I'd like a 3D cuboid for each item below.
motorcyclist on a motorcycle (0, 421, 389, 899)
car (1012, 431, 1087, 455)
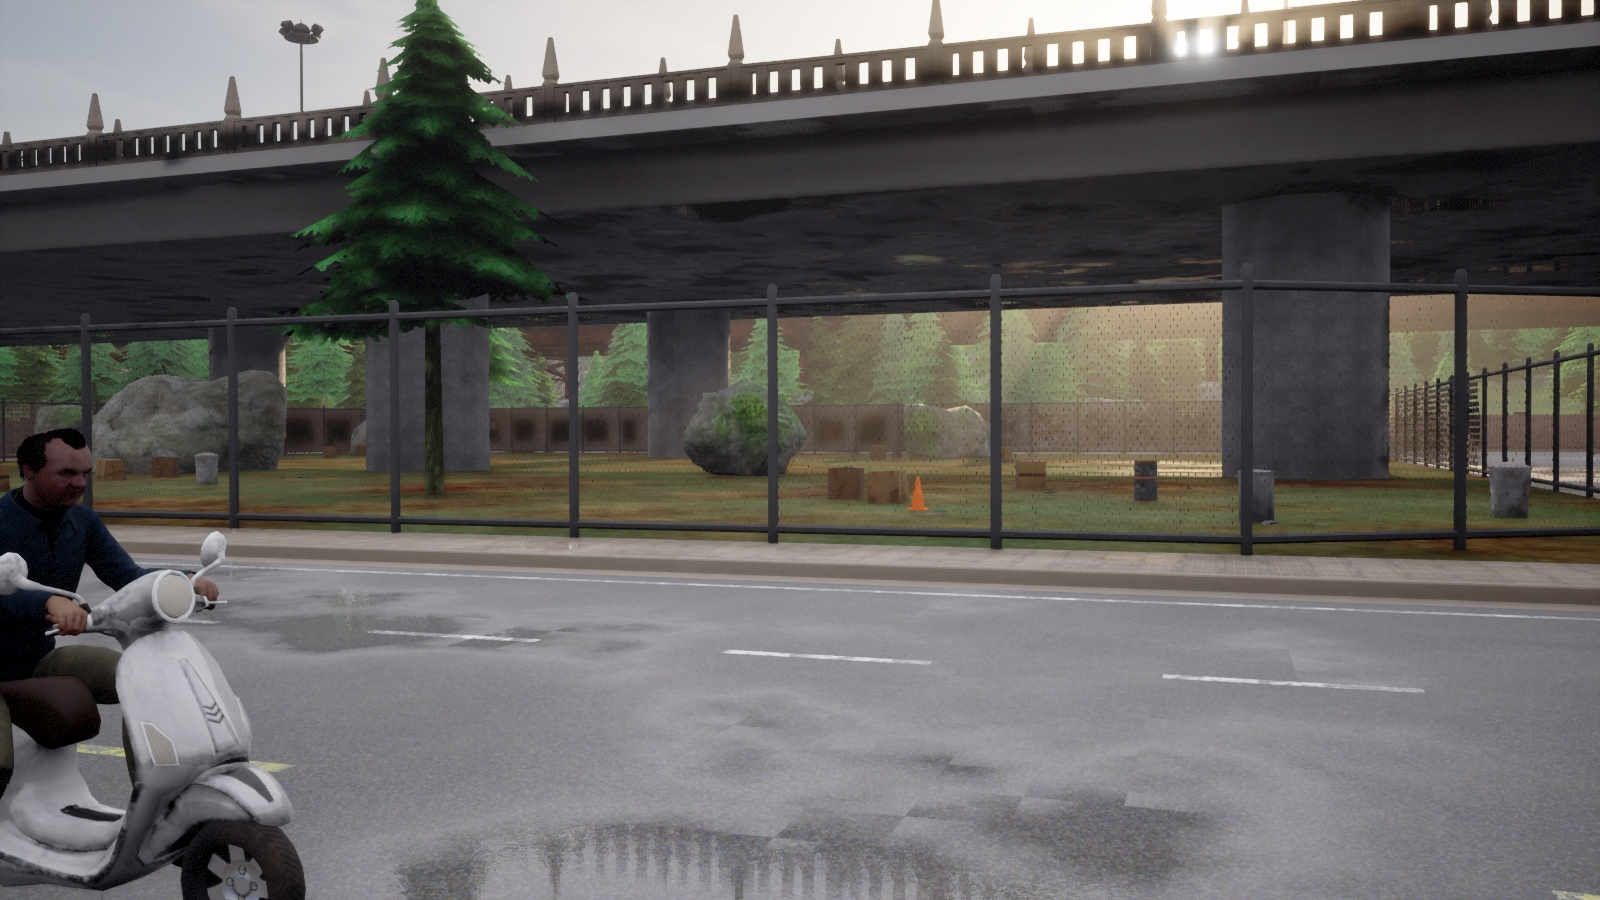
[{"bbox_3d":[-2.341,0.707,3.980,1.817,1.590,0.866,1,1,19],"label":"motorcyclist on a motorcycle"},{"bbox_3d":[17.169,-0.506,86.371,4.856,1.649,2.033,1,1,18],"label":"car"}]
